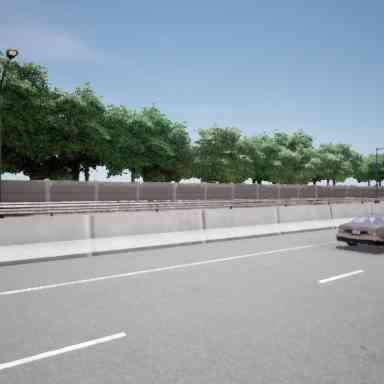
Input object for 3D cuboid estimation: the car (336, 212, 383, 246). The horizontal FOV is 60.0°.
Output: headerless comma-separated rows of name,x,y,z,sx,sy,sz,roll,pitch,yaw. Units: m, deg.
car,8.269,1.563,14.066,5.357,1.411,2.033,0,0,-35
